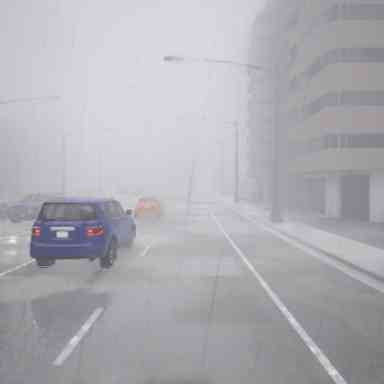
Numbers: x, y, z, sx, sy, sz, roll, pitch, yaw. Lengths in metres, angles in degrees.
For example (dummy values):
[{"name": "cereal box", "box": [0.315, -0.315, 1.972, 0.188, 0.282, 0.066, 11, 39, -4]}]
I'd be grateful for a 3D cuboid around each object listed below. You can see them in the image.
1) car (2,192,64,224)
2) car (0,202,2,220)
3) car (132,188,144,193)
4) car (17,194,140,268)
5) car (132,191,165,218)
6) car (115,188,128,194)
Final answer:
[{"name": "car", "box": [-10.621, 1.058, 23.582, 2.150, 2.045, 5.566, 0, 1, 0]}, {"name": "car", "box": [-14.122, 1.405, 25.155, 1.895, 1.301, 4.718, 0, 1, 0]}, {"name": "car", "box": [-10.562, -0.088, 65.800, 2.033, 1.411, 5.357, 0, 2, 0]}, {"name": "car", "box": [-3.413, 1.205, 11.426, 2.150, 2.045, 5.566, 0, 0, 0]}, {"name": "car", "box": [-3.429, 1.096, 27.594, 2.097, 1.767, 4.553, 0, 1, 0]}, {"name": "car", "box": [-14.066, -0.091, 66.538, 1.994, 1.385, 4.181, 0, 2, 0]}]
